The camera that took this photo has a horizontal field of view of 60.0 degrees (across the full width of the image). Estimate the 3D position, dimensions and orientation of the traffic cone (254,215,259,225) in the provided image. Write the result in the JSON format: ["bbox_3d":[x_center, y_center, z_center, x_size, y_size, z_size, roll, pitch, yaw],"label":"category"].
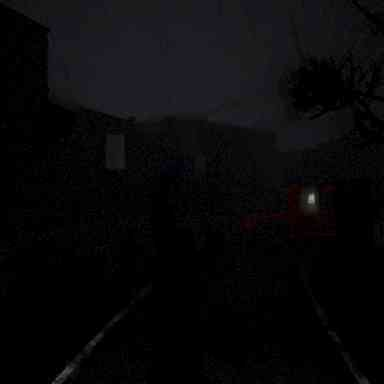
[{"bbox_3d":[3.907,1.699,20.281,0.340,0.580,0.340,1,1,24],"label":"traffic cone"}]

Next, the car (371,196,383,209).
[{"bbox_3d":[22.190,1.159,39.329,5.008,1.535,1.882,1,1,-25],"label":"car"}]

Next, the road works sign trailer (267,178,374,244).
[{"bbox_3d":[5.052,0.790,13.031,3.560,2.380,2.880,-5,-1,42],"label":"road works sign trailer"}]
